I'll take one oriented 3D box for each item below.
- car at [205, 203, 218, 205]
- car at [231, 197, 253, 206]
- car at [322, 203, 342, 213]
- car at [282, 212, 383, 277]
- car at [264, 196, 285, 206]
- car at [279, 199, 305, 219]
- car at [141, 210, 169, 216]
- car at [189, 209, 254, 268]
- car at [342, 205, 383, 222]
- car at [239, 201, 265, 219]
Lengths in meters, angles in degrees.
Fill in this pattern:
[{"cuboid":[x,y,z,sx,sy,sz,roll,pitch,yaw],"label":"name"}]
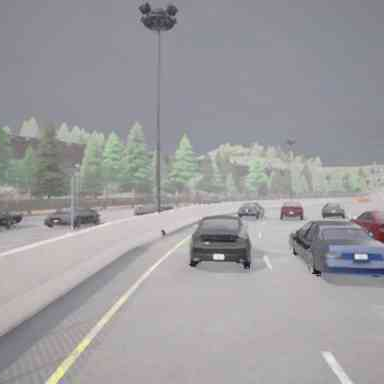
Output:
[{"cuboid":[2.926,1.734,57.643,2.033,1.411,5.357,0,0,32],"label":"car"},{"cuboid":[9.141,1.719,60.583,2.128,1.511,4.902,0,0,35],"label":"car"},{"cuboid":[13.627,1.724,32.155,1.994,1.385,4.181,0,0,22],"label":"car"},{"cuboid":[4.345,1.599,10.425,2.033,1.411,5.357,0,0,7],"label":"car"},{"cuboid":[15.816,1.620,63.607,2.097,1.767,4.553,0,0,38],"label":"car"},{"cuboid":[9.158,1.611,30.261,1.882,1.535,5.008,0,0,19],"label":"car"},{"cuboid":[-3.085,1.544,26.986,1.882,1.535,5.008,0,0,16],"label":"car"},{"cuboid":[1.042,1.545,11.559,1.837,1.490,4.892,0,0,7],"label":"car"},{"cuboid":[8.694,1.564,15.288,1.882,1.535,5.008,0,0,10],"label":"car"},{"cuboid":[5.479,1.665,30.516,2.033,1.411,5.357,0,0,19],"label":"car"}]
